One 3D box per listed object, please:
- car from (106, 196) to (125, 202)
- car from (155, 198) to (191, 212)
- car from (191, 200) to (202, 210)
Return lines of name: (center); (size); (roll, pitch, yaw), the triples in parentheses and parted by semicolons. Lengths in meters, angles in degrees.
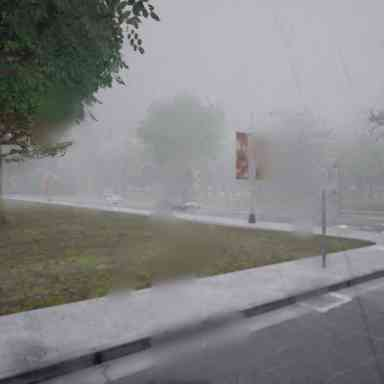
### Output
car: (-11.905, 1.193, 51.668); (1.812, 1.442, 4.674); (0, 0, -36)
car: (-2.512, 1.461, 38.358); (1.837, 1.490, 4.892); (0, 0, -35)
car: (-0.777, 1.549, 41.522); (1.895, 1.301, 4.718); (0, 0, -35)
